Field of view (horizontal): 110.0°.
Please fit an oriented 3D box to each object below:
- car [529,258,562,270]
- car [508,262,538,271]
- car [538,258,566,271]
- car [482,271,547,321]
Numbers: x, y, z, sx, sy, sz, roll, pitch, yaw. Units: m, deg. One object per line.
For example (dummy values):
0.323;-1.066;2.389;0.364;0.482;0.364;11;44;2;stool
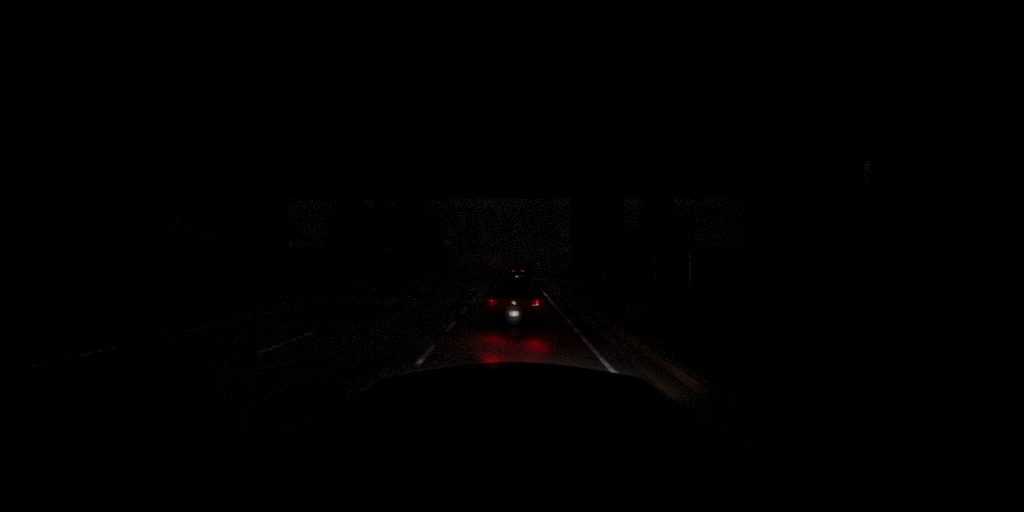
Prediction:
5.245;1.223;56.080;4.553;1.767;2.097;0;0;-23;car
0.798;1.316;29.419;1.837;1.490;4.892;-1;0;8;car
5.515;1.340;52.186;5.008;1.535;1.882;0;-1;-26;car
0.083;1.375;12.516;1.895;1.301;4.718;0;0;0;car
